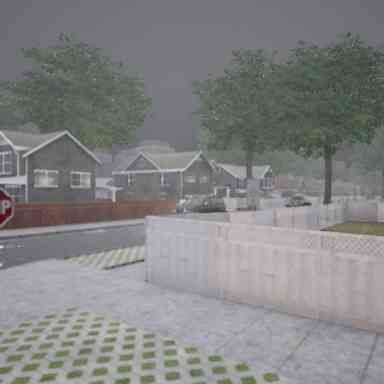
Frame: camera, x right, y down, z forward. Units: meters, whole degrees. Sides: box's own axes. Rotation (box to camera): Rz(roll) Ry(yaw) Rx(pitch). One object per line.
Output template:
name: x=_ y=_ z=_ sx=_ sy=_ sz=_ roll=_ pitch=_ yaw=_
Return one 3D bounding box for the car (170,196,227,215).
car: x=0.656 y=1.324 z=25.918 sx=2.150 sy=2.045 sz=5.566 roll=0 pitch=0 yaw=35

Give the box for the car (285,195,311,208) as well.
car: x=14.489 y=1.482 z=45.199 sx=2.150 sy=2.045 sz=5.566 roll=0 pitch=-1 yaw=36
